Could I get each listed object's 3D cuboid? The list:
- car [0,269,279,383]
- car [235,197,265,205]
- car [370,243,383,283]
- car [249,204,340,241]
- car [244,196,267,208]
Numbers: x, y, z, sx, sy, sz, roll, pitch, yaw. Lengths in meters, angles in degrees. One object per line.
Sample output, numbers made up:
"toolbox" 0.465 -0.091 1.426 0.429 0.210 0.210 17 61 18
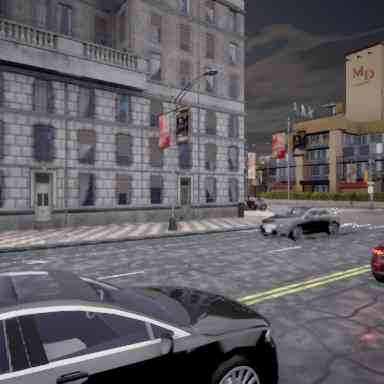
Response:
"car" -1.321 1.492 2.921 4.902 1.511 2.128 0 0 -34
"car" 10.201 1.547 58.903 2.033 1.411 5.357 0 0 -37
"car" 6.273 1.526 8.356 4.674 1.442 1.812 0 0 -36
"car" 5.476 1.491 16.641 4.902 1.511 2.128 0 0 -36
"car" 7.523 1.352 42.875 2.097 1.767 4.553 0 0 -36
